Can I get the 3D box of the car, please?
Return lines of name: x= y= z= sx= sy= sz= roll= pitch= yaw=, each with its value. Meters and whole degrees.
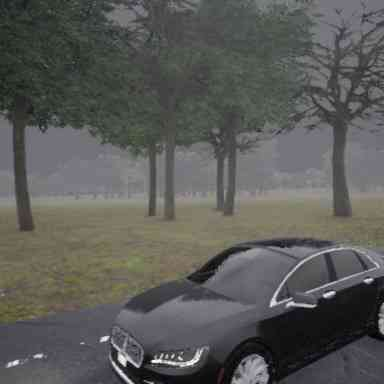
car: x=1.248 y=1.484 z=4.879 sx=4.892 sy=1.490 sz=1.837 roll=0 pitch=0 yaw=-35
